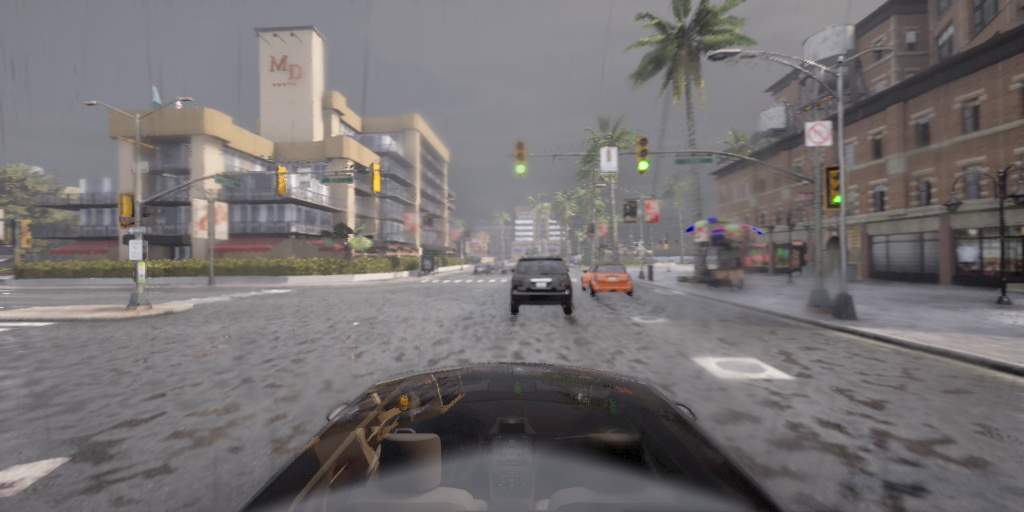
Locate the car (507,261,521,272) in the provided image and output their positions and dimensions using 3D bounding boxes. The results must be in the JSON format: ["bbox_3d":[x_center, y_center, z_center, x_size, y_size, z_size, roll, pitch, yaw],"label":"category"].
[{"bbox_3d":[0.384,1.590,54.690,1.812,1.442,4.674,-1,0,4],"label":"car"}]

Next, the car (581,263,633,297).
[{"bbox_3d":[5.015,1.144,19.534,2.097,1.767,4.553,-1,0,4],"label":"car"}]

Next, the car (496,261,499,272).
[{"bbox_3d":[-3.066,1.661,55.501,2.033,1.411,5.357,-1,0,4],"label":"car"}]

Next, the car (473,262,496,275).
[{"bbox_3d":[-3.730,1.557,46.115,2.128,1.511,4.902,-1,0,4],"label":"car"}]

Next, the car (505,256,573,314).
[{"bbox_3d":[1.125,1.032,14.164,2.150,2.045,5.566,-1,0,4],"label":"car"}]

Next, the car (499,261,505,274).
[{"bbox_3d":[-0.242,1.544,45.823,1.812,1.442,4.674,-1,0,4],"label":"car"}]
